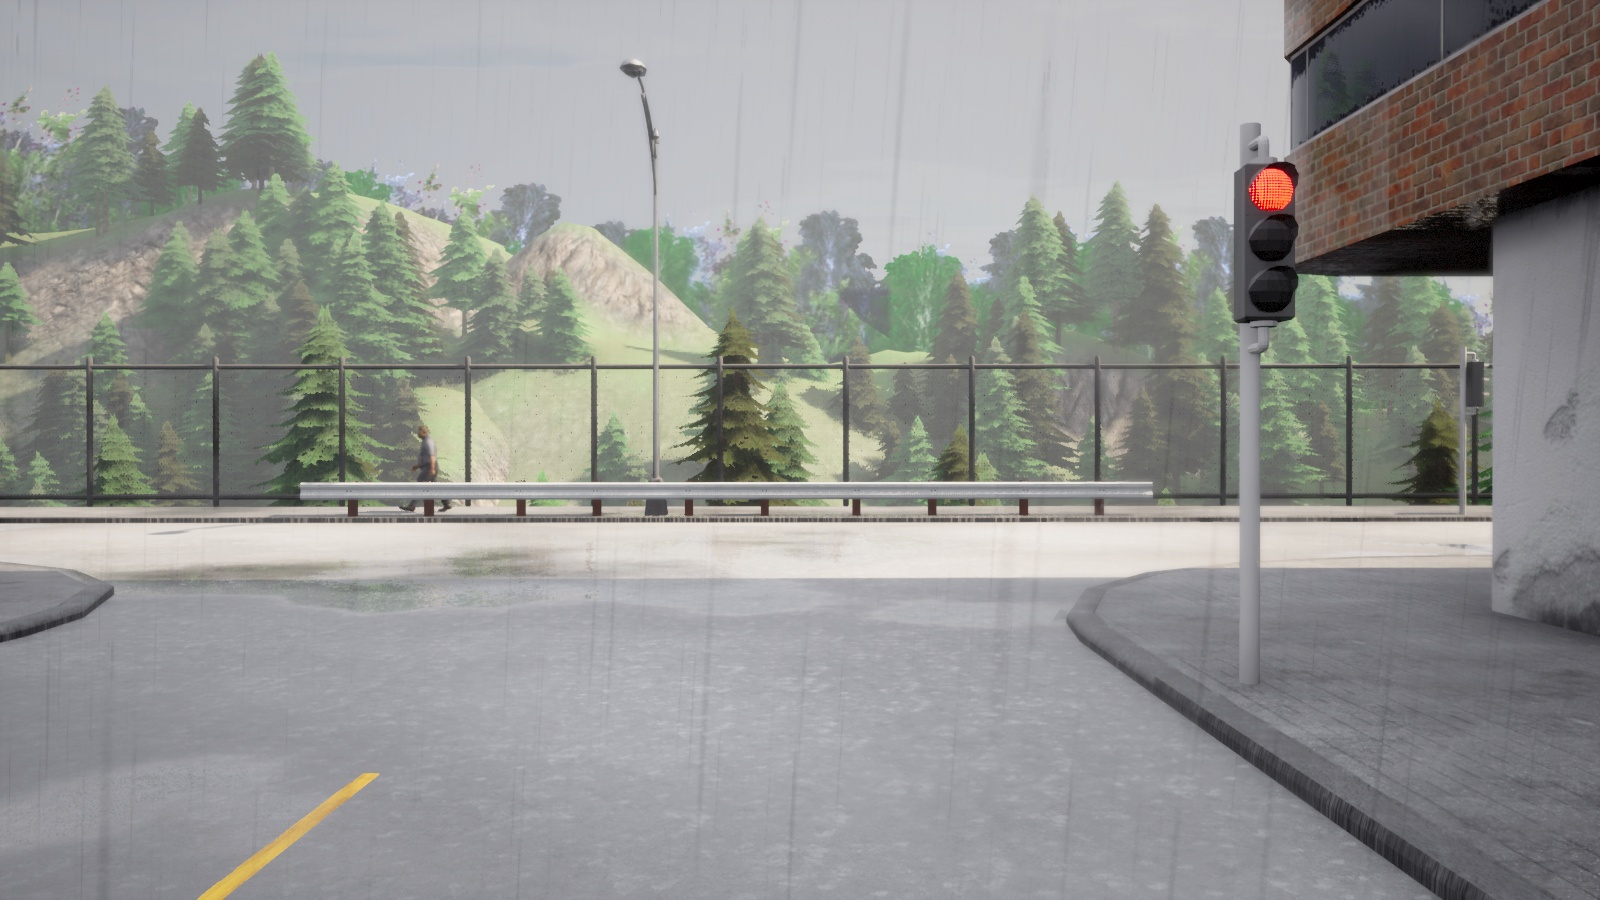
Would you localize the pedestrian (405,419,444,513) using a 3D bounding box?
[{"bbox_3d":[-7.482,0.309,25.029,0.694,1.848,0.540,0,0,-10],"label":"pedestrian"}]
